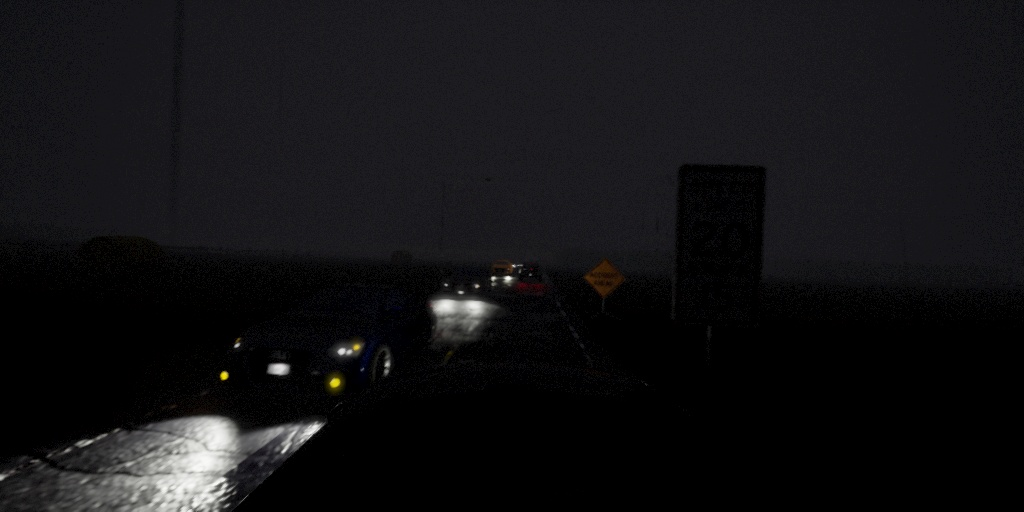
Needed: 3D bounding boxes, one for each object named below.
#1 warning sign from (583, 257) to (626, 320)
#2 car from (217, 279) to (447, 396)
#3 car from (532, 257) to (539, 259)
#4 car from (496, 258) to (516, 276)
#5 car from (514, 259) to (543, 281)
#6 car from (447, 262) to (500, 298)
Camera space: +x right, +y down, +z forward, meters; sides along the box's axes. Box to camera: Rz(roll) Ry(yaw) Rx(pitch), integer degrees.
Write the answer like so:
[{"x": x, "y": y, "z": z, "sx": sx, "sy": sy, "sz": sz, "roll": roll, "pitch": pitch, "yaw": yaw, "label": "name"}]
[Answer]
[{"x": 2.835, "y": 0.971, "z": 11.246, "sx": 1.300, "sy": 1.860, "sz": 1.060, "roll": 0, "pitch": 0, "yaw": 3, "label": "warning sign"}, {"x": -2.727, "y": 1.200, "z": 6.369, "sx": 1.994, "sy": 1.385, "sz": 4.181, "roll": 2, "pitch": 0, "yaw": 3, "label": "car"}, {"x": 2.864, "y": 1.248, "z": 53.079, "sx": 1.882, "sy": 1.535, "sz": 5.008, "roll": 2, "pitch": 0, "yaw": 3, "label": "car"}, {"x": -0.950, "y": 1.141, "z": 36.691, "sx": 1.882, "sy": 1.535, "sz": 5.008, "roll": 2, "pitch": 0, "yaw": 4, "label": "car"}, {"x": 1.597, "y": 1.270, "z": 30.625, "sx": 2.128, "sy": 1.511, "sz": 4.902, "roll": 2, "pitch": 0, "yaw": 3, "label": "car"}, {"x": -2.058, "y": 1.199, "z": 18.189, "sx": 2.033, "sy": 1.411, "sz": 5.357, "roll": 2, "pitch": 0, "yaw": 3, "label": "car"}]
